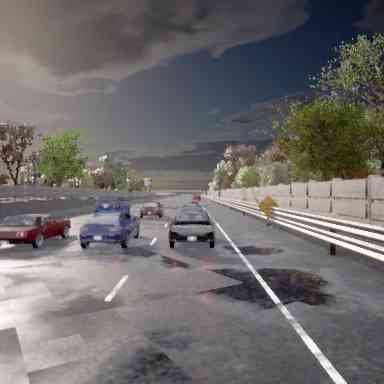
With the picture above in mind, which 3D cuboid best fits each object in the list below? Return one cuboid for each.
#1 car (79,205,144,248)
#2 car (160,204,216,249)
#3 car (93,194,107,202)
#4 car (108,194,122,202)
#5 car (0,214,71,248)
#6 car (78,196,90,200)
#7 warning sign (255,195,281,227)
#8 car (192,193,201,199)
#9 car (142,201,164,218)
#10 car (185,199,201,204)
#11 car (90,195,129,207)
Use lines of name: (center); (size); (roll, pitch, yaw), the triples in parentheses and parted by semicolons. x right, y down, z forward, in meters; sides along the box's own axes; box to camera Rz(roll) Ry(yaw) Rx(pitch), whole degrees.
car: (-3.500, 1.536, 14.650); (1.812, 1.442, 4.674); (0, 0, 0)
car: (0.000, 1.499, 14.650); (2.128, 1.511, 4.902); (0, 0, 0)
car: (-21.000, 1.418, 75.988); (2.097, 1.767, 4.553); (0, 0, 0)
car: (-17.499, 1.418, 75.988); (2.097, 1.767, 4.553); (0, 0, 0)
car: (-7.000, 1.620, 14.680); (1.895, 1.301, 4.718); (0, 0, 0)
car: (-24.500, 1.587, 75.958); (2.128, 1.511, 4.902); (0, 0, 0)
warning sign: (4.549, 1.121, 19.907); (1.300, 1.860, 1.060); (0, 0, 0)
car: (1.225, 1.346, 89.938); (2.150, 2.045, 5.566); (0, 0, 0)
car: (-3.500, 1.550, 29.651); (1.812, 1.442, 4.674); (0, 0, 0)
car: (0.000, 1.590, 29.650); (1.994, 1.385, 4.181); (0, 0, 0)
car: (-7.000, 1.275, 29.681); (2.150, 2.045, 5.566); (0, 0, 0)
